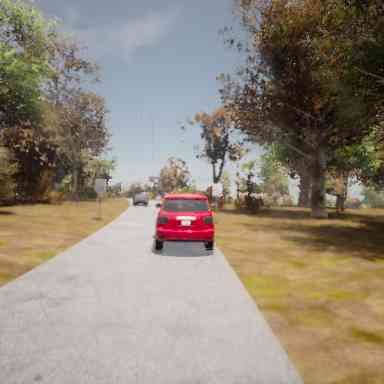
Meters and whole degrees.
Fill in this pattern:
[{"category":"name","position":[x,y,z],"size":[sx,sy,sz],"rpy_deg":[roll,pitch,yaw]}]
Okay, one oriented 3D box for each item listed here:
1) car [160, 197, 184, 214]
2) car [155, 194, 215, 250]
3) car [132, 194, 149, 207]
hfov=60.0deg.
[{"category":"car","position":[-1.910,1.205,30.943],"size":[1.895,1.301,4.718],"rpy_deg":[1,1,-7]},{"category":"car","position":[-0.356,1.088,13.905],"size":[2.150,2.045,5.566],"rpy_deg":[1,1,-3]},{"category":"car","position":[-6.246,0.963,40.463],"size":[2.033,1.411,5.357],"rpy_deg":[2,0,-9]}]
